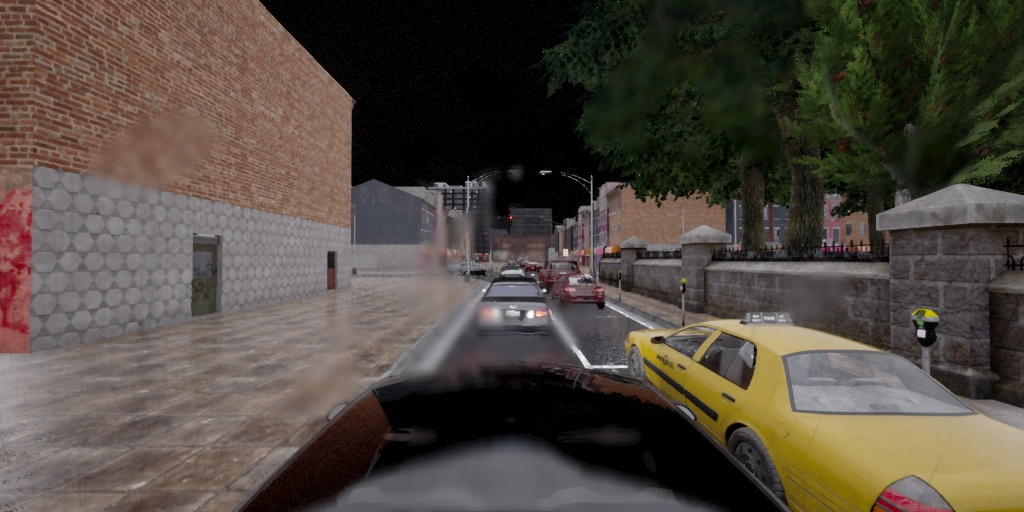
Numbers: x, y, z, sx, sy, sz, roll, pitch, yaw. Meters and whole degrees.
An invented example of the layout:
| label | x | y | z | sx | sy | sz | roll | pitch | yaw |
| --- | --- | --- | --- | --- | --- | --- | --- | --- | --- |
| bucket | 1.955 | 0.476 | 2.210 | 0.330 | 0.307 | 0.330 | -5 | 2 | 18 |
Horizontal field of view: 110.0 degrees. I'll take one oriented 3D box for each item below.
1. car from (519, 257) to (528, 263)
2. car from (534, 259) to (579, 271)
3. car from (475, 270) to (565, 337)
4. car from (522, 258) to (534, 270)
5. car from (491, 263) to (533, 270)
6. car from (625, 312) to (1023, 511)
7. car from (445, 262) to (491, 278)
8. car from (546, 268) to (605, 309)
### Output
| label | x | y | z | sx | sy | sz | roll | pitch | yaw |
| --- | --- | --- | --- | --- | --- | --- | --- | --- | --- |
| car | 2.603 | 1.403 | 62.913 | 1.888 | 1.381 | 4.507 | 0 | 0 | 0 |
| car | 2.629 | 1.077 | 20.172 | 2.192 | 1.841 | 5.009 | 0 | 0 | 0 |
| car | 0.063 | 1.300 | 10.241 | 2.033 | 1.411 | 5.357 | 0 | 0 | 0 |
| car | 2.613 | 1.356 | 46.601 | 1.888 | 1.381 | 4.507 | 0 | 0 | 0 |
| car | 0.015 | 1.287 | 19.953 | 1.812 | 1.442 | 4.674 | 0 | 0 | 1 |
| car | 2.639 | 1.276 | 3.995 | 1.751 | 1.417 | 4.829 | 0 | 0 | 0 |
| car | -3.701 | 1.274 | 33.057 | 4.902 | 1.511 | 2.128 | 0 | 0 | -18 |
| car | 2.633 | 1.338 | 14.723 | 1.802 | 1.307 | 4.207 | 0 | 0 | 0 |
